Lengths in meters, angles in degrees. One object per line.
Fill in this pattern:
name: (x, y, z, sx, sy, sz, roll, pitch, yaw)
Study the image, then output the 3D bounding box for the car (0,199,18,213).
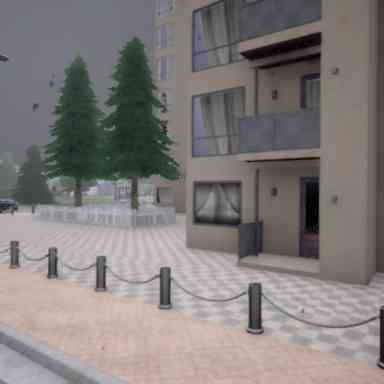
car: (-18.339, 1.083, 30.236, 2.097, 1.767, 4.553, 1, 0, 36)
